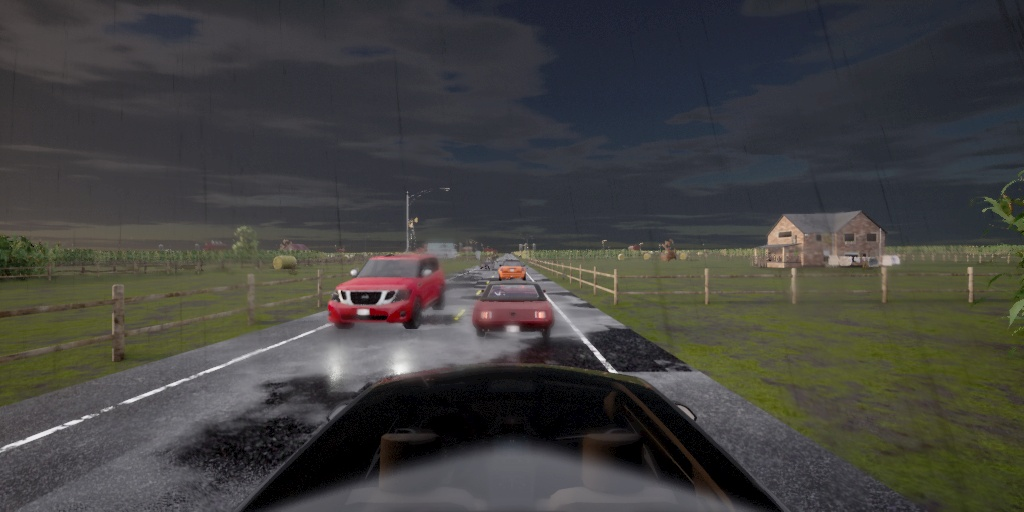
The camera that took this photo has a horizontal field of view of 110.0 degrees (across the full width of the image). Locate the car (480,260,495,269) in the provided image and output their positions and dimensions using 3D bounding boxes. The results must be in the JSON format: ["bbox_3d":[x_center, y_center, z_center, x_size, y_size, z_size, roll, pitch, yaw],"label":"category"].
[{"bbox_3d":[-3.613,1.301,53.206,1.994,1.385,4.181,0,0,0],"label":"car"}]

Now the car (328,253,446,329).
[{"bbox_3d":[-3.612,0.961,11.541,2.150,2.045,5.566,0,1,1],"label":"car"}]

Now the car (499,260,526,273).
[{"bbox_3d":[0.017,1.087,29.010,2.097,1.767,4.553,0,0,0],"label":"car"}]

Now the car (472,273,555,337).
[{"bbox_3d":[0.044,1.350,10.241,1.895,1.301,4.718,0,0,0],"label":"car"}]
